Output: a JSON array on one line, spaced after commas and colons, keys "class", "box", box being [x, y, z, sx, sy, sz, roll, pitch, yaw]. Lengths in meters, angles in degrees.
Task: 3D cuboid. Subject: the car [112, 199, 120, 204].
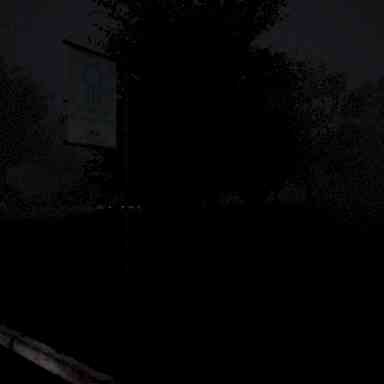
[{"class": "car", "box": [-10.406, 1.461, 52.155, 1.812, 1.442, 4.674, 0, 0, 37]}]

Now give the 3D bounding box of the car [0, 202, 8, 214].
[{"class": "car", "box": [-20.987, 1.518, 33.125, 1.812, 1.442, 4.674, 0, 0, 39]}]
